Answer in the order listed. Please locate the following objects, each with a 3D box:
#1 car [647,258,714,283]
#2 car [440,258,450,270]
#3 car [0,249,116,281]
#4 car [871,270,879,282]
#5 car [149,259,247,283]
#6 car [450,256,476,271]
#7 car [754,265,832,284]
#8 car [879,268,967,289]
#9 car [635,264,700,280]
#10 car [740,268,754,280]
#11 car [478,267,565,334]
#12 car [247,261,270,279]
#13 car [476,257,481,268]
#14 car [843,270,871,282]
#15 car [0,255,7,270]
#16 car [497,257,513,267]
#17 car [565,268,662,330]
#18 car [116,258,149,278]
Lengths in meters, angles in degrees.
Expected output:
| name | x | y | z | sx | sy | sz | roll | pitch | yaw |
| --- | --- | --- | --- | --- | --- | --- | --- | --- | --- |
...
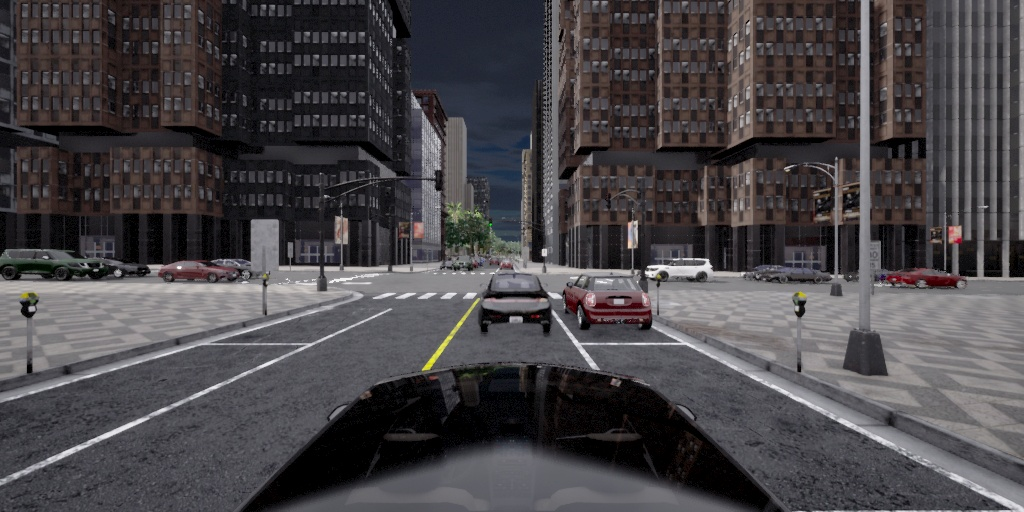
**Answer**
| name | x | y | z | sx | sy | sz | roll | pitch | yaw |
| --- | --- | --- | --- | --- | --- | --- | --- | --- | --- |
| car | 14.490 | 1.210 | 31.236 | 5.566 | 2.045 | 2.150 | 1 | 0 | 1 |
| car | -9.315 | 1.332 | 52.410 | 1.948 | 1.339 | 4.313 | 0 | 0 | -1 |
| car | -30.802 | 0.573 | 24.123 | 5.566 | 2.045 | 2.150 | 1 | 0 | -1 |
| car | 35.054 | 1.888 | 31.440 | 4.718 | 1.301 | 1.895 | 1 | 0 | 0 |
| car | -21.101 | 1.015 | 24.221 | 4.674 | 1.442 | 1.812 | 1 | 0 | 0 |
| car | -6.617 | 0.981 | 49.310 | 2.150 | 2.045 | 5.566 | 0 | 0 | -1 |
| car | 24.730 | 1.684 | 31.351 | 5.357 | 1.411 | 2.033 | 1 | 0 | 0 |
| car | 32.284 | 1.728 | 27.973 | 5.008 | 1.535 | 1.882 | 1 | 0 | -1 |
| car | 14.886 | 1.538 | 34.501 | 5.357 | 1.411 | 2.033 | 1 | 0 | 1 |
| car | 24.685 | 1.624 | 34.602 | 4.902 | 1.511 | 2.128 | 1 | 0 | -1 |
| car | 0.069 | 1.243 | 10.662 | 2.128 | 1.511 | 4.902 | 0 | 0 | -1 |
| car | -21.214 | 0.976 | 27.482 | 4.902 | 1.511 | 2.128 | 1 | 0 | 0 |
| car | -6.704 | 1.260 | 59.300 | 1.882 | 1.535 | 5.008 | 0 | 0 | 0 |
| car | 34.707 | 1.843 | 34.688 | 4.181 | 1.385 | 1.994 | 1 | 0 | -1 |
| car | -51.936 | 0.578 | 33.872 | 5.357 | 1.411 | 2.033 | 1 | 0 | -1 |
| car | -0.790 | 1.206 | 52.493 | 1.967 | 1.591 | 4.097 | 0 | 0 | -1 |
| car | 2.729 | 1.191 | 11.115 | 1.967 | 1.591 | 4.097 | 0 | 0 | 0 |
| car | -30.603 | 0.857 | 27.381 | 4.892 | 1.490 | 1.837 | 1 | 0 | -1 |
